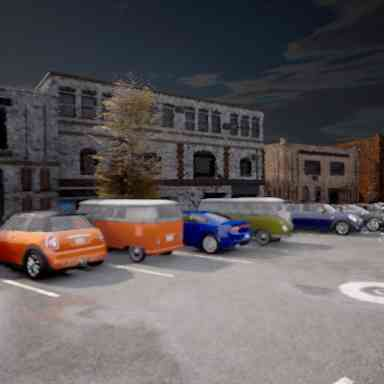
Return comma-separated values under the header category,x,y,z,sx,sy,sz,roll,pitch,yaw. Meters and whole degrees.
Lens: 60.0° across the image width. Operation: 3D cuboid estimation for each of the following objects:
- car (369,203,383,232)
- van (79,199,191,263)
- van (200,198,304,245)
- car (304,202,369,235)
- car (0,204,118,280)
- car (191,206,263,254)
category,x,y,z,sx,sy,sz,roll,pitch,yaw
car,9.547,1.512,20.404,4.892,1.521,2.231,-1,-1,35
van,-2.492,1.262,11.949,4.442,1.987,1.878,-1,-1,35
van,2.482,1.265,15.231,4.442,1.987,1.878,-1,-1,35
car,7.139,1.378,18.719,4.553,1.767,2.185,-1,-1,35
car,-4.758,1.359,10.163,4.553,1.767,2.185,-1,0,35
car,0.000,1.488,13.582,5.008,1.535,2.097,-1,-1,35
